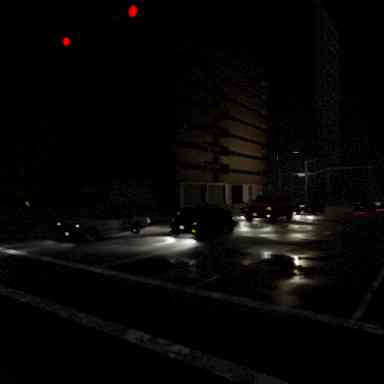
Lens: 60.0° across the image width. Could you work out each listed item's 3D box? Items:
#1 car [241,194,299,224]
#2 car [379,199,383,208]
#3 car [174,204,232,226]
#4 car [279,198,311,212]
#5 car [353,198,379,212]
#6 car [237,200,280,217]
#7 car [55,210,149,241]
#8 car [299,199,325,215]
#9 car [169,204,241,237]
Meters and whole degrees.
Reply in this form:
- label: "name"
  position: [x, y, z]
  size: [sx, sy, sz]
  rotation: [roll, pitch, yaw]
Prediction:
- label: "car"
  position: [5.976, 1.205, 25.403]
  size: [2.150, 2.045, 5.566]
  rotation: [0, 0, 36]
- label: "car"
  position: [25.621, 1.573, 46.469]
  size: [1.895, 1.301, 4.718]
  rotation: [0, 0, 36]
- label: "car"
  position: [0.919, 1.584, 24.361]
  size: [1.895, 1.301, 4.718]
  rotation: [0, 0, 36]
- label: "car"
  position: [12.633, 1.522, 40.629]
  size: [2.033, 1.411, 5.357]
  rotation: [0, 0, 36]
- label: "car"
  position: [20.164, 1.479, 38.855]
  size: [1.837, 1.490, 4.892]
  rotation: [0, -1, 36]
- label: "car"
  position: [6.538, 1.527, 32.196]
  size: [2.033, 1.411, 5.357]
  rotation: [0, 0, 36]
- label: "car"
  position: [-4.418, 1.589, 16.915]
  size: [1.895, 1.301, 4.718]
  rotation: [0, 0, 36]
- label: "car"
  position: [12.047, 1.526, 33.858]
  size: [2.033, 1.411, 5.357]
  rotation: [0, 0, 36]
- label: "car"
  position: [0.639, 1.552, 17.964]
  size: [1.994, 1.385, 4.181]
  rotation: [0, 0, 36]
